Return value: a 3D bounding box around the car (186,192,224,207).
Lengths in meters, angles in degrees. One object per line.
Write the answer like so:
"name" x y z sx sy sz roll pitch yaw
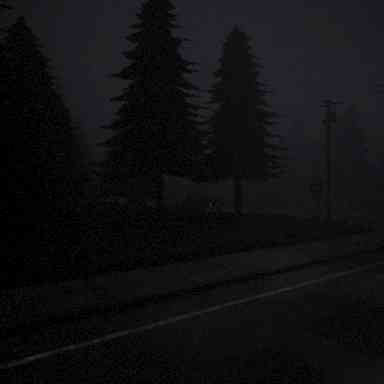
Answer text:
"car" 1.395 1.001 39.709 2.150 2.045 5.566 -1 0 -35
